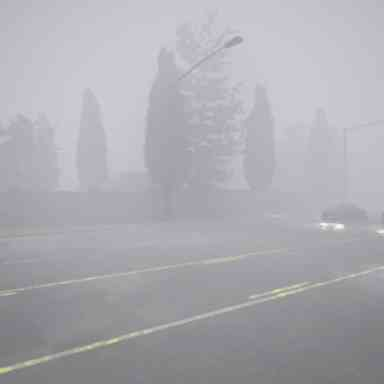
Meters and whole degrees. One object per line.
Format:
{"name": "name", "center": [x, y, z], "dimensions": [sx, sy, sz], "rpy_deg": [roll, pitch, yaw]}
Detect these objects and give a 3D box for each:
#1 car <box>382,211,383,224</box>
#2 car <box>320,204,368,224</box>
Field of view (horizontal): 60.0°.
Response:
{"name": "car", "center": [15.517, 1.511, 24.054], "dimensions": [5.008, 1.535, 1.882], "rpy_deg": [0, 0, -39]}
{"name": "car", "center": [11.678, 1.594, 25.490], "dimensions": [4.181, 1.385, 1.994], "rpy_deg": [0, 0, -38]}
